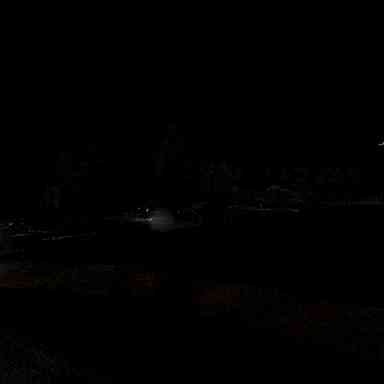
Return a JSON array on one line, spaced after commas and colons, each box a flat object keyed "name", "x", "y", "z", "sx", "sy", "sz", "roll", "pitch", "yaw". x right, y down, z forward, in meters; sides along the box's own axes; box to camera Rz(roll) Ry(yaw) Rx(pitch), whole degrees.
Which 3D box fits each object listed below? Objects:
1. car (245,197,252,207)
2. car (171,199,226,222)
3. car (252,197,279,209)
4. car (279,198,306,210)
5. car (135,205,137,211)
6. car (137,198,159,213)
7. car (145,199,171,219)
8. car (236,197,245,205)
[{"name": "car", "x": 10.449, "y": 1.525, "z": 51.304, "sx": 1.812, "sy": 1.442, "sz": 4.674, "roll": 0, "pitch": 0, "yaw": 37}, {"name": "car", "x": 0.849, "y": 1.477, "z": 26.336, "sx": 1.882, "sy": 1.535, "sz": 5.008, "roll": 0, "pitch": 0, "yaw": 36}, {"name": "car", "x": 10.436, "y": 1.506, "z": 45.404, "sx": 1.837, "sy": 1.490, "sz": 4.892, "roll": 0, "pitch": 0, "yaw": 36}, {"name": "car", "x": 13.421, "y": 1.525, "z": 43.551, "sx": 1.812, "sy": 1.442, "sz": 4.674, "roll": 0, "pitch": 0, "yaw": 36}, {"name": "car", "x": -4.221, "y": 1.504, "z": 37.210, "sx": 1.837, "sy": 1.490, "sz": 4.892, "roll": 0, "pitch": 0, "yaw": 36}, {"name": "car", "x": -2.759, "y": 1.491, "z": 33.272, "sx": 2.128, "sy": 1.511, "sz": 4.902, "roll": 0, "pitch": 0, "yaw": 36}, {"name": "car", "x": -1.675, "y": 1.564, "z": 28.815, "sx": 1.994, "sy": 1.385, "sz": 4.181, "roll": 0, "pitch": 0, "yaw": 36}, {"name": "car", "x": 9.076, "y": 1.565, "z": 55.325, "sx": 1.994, "sy": 1.385, "sz": 4.181, "roll": 0, "pitch": 0, "yaw": 36}]
